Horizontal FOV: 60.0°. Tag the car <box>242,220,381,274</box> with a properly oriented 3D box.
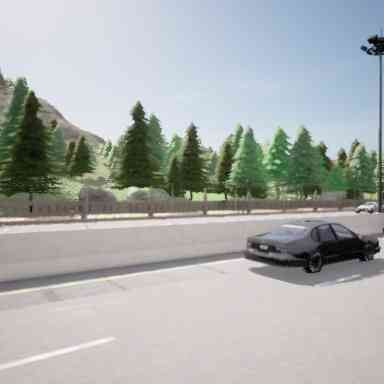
[{"bbox_3d":[4.090,1.652,10.965,5.357,1.411,2.033,1,0,-35],"label":"car"}]
